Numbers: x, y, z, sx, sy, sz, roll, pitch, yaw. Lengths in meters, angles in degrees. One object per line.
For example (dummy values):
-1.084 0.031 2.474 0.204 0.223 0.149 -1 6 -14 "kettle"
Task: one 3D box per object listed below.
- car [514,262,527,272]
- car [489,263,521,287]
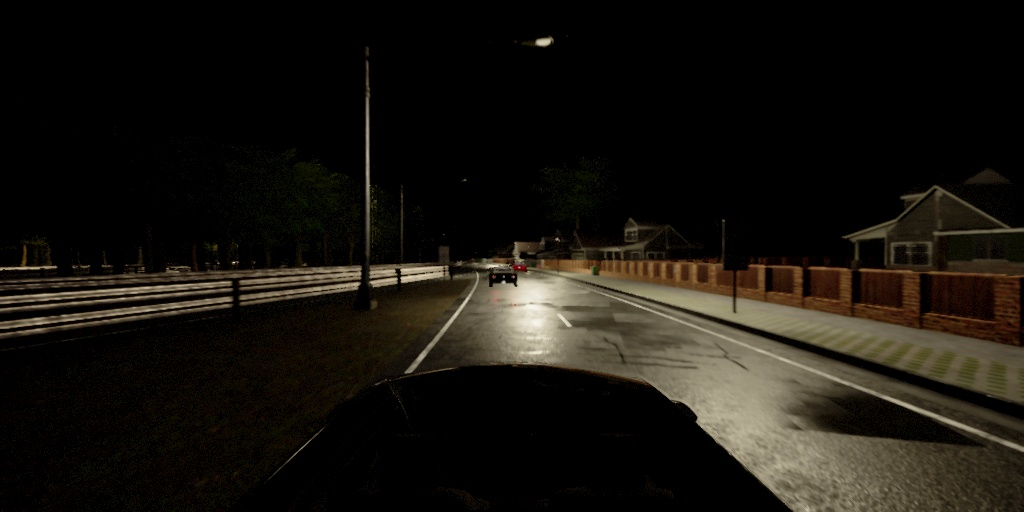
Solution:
0.715 1.460 47.440 1.994 1.385 4.181 0 0 -7 "car"
-0.685 1.387 25.223 1.895 1.301 4.718 0 0 -4 "car"
